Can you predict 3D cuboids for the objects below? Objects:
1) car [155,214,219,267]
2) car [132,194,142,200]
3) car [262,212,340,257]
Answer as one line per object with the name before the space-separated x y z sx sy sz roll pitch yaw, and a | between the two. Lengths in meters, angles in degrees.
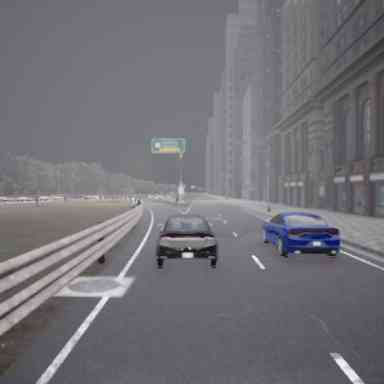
car | -0.220 1.514 11.473 2.128 1.511 4.902 0 0 -3
car | -13.857 1.305 83.729 2.097 1.767 4.553 0 0 -14
car | 4.055 1.505 13.094 1.882 1.535 5.008 0 0 2
